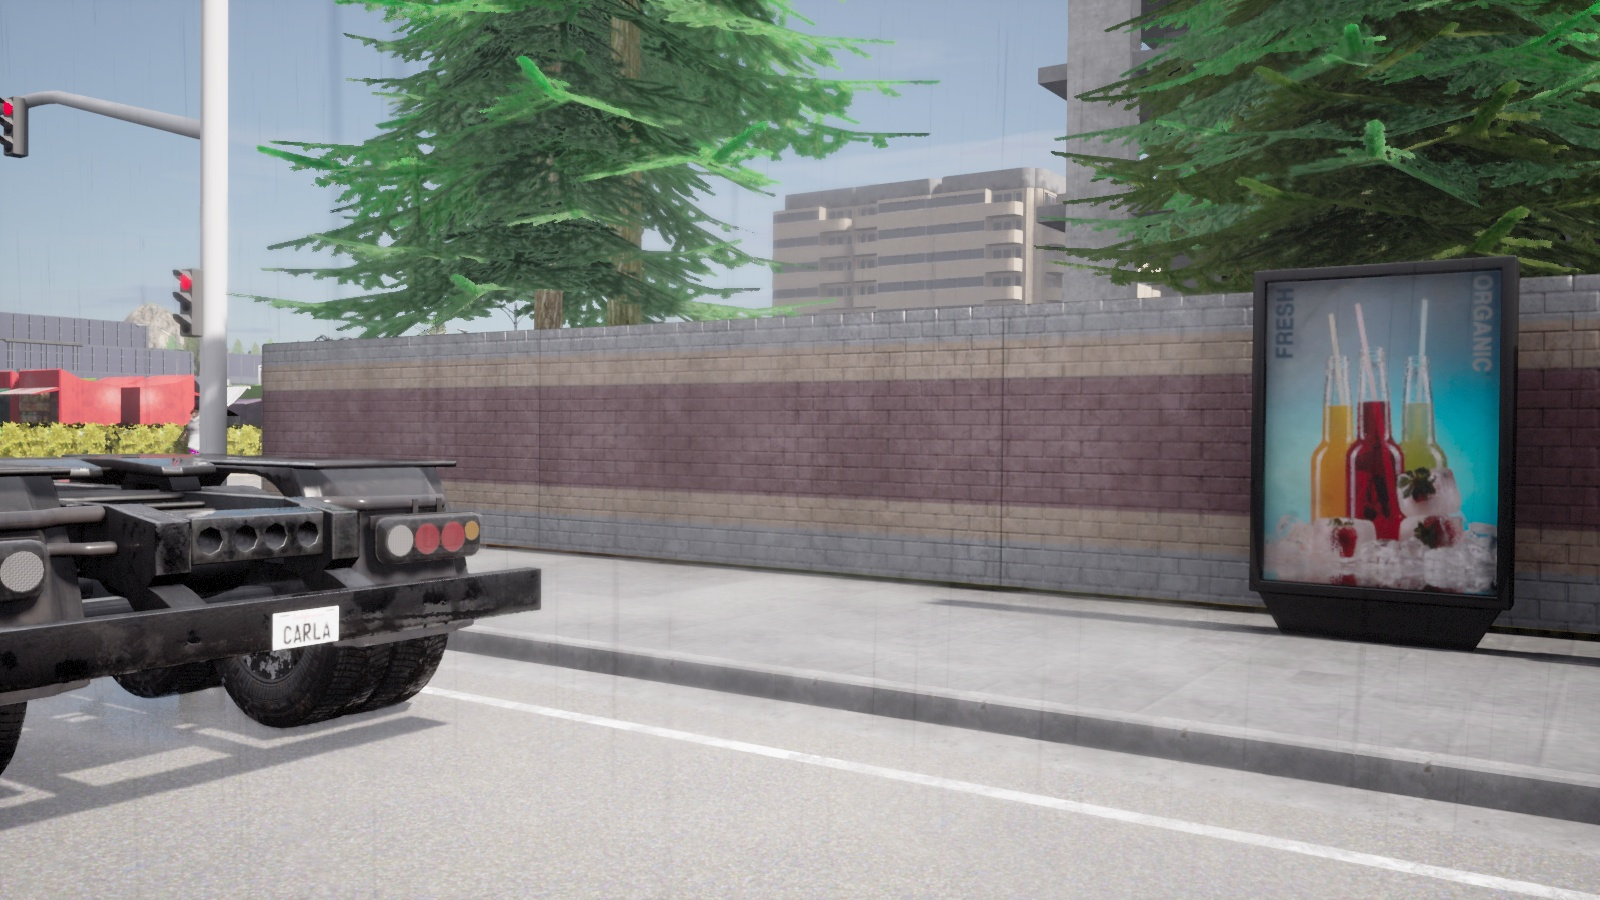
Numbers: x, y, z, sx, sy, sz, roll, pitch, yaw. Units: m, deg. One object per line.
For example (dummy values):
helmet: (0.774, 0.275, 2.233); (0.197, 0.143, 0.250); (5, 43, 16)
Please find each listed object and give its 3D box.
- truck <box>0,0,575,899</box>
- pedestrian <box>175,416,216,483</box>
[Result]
truck: (-5.216, -0.300, 7.067); (7.936, 3.462, 2.891); (0, 1, 34)
pedestrian: (-17.992, -0.018, 37.394); (0.659, 1.952, 0.873); (0, 1, 33)
